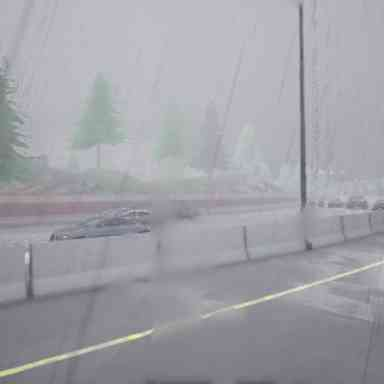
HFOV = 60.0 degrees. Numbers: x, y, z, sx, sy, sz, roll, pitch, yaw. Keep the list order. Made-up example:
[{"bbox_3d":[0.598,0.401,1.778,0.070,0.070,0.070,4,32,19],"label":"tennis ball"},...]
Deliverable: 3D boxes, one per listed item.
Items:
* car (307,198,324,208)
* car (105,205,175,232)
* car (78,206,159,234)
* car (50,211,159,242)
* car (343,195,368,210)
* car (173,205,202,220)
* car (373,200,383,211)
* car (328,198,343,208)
[{"bbox_3d":[20.715,1.809,55.806,1.882,1.535,5.008,-1,0,34],"label":"car"},{"bbox_3d":[-3.731,1.717,18.825,4.902,1.511,2.128,0,-1,-39],"label":"car"},{"bbox_3d":[-4.859,1.763,22.401,4.902,1.511,2.128,0,-1,-39],"label":"car"},{"bbox_3d":[-3.832,1.747,14.320,4.181,1.385,1.994,0,-1,-38],"label":"car"},{"bbox_3d":[24.173,1.447,48.498,2.150,2.045,5.566,-1,-1,36],"label":"car"},{"bbox_3d":[-1.539,1.856,29.795,5.357,1.411,2.033,0,-1,-42],"label":"car"},{"bbox_3d":[25.290,1.717,44.035,2.033,1.411,5.357,-1,-1,37],"label":"car"},{"bbox_3d":[23.199,1.785,53.324,1.837,1.490,4.892,-1,0,34],"label":"car"}]
